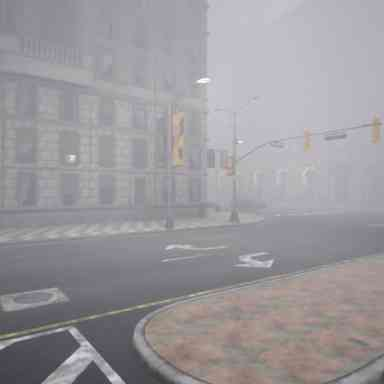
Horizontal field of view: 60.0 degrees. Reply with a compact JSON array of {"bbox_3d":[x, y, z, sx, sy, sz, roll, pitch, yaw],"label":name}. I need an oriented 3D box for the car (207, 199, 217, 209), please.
[{"bbox_3d":[1.563,1.564,45.358,1.994,1.385,4.181,0,0,-36],"label":"car"}]

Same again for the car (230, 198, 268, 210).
[{"bbox_3d":[7.310,1.547,43.330,2.033,1.411,5.357,0,0,-36],"label":"car"}]
